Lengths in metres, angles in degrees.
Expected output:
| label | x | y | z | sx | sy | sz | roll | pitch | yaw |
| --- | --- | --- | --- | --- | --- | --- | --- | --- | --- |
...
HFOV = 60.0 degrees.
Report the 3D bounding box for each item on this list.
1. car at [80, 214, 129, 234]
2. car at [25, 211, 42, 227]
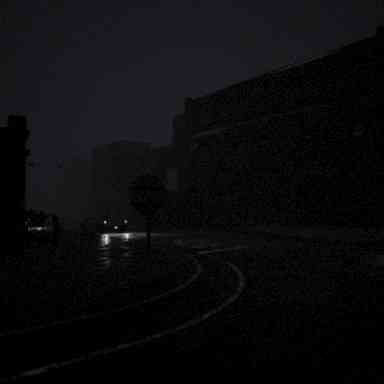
| label | x | y | z | sx | sy | sz | roll | pitch | yaw |
| --- | --- | --- | --- | --- | --- | --- | --- | --- | --- |
| car | -6.253 | 2.209 | 23.418 | 1.895 | 1.301 | 4.718 | 1 | -6 | -37 |
| car | -20.900 | 3.450 | 43.110 | 2.150 | 2.045 | 5.566 | 1 | -4 | -36 |
